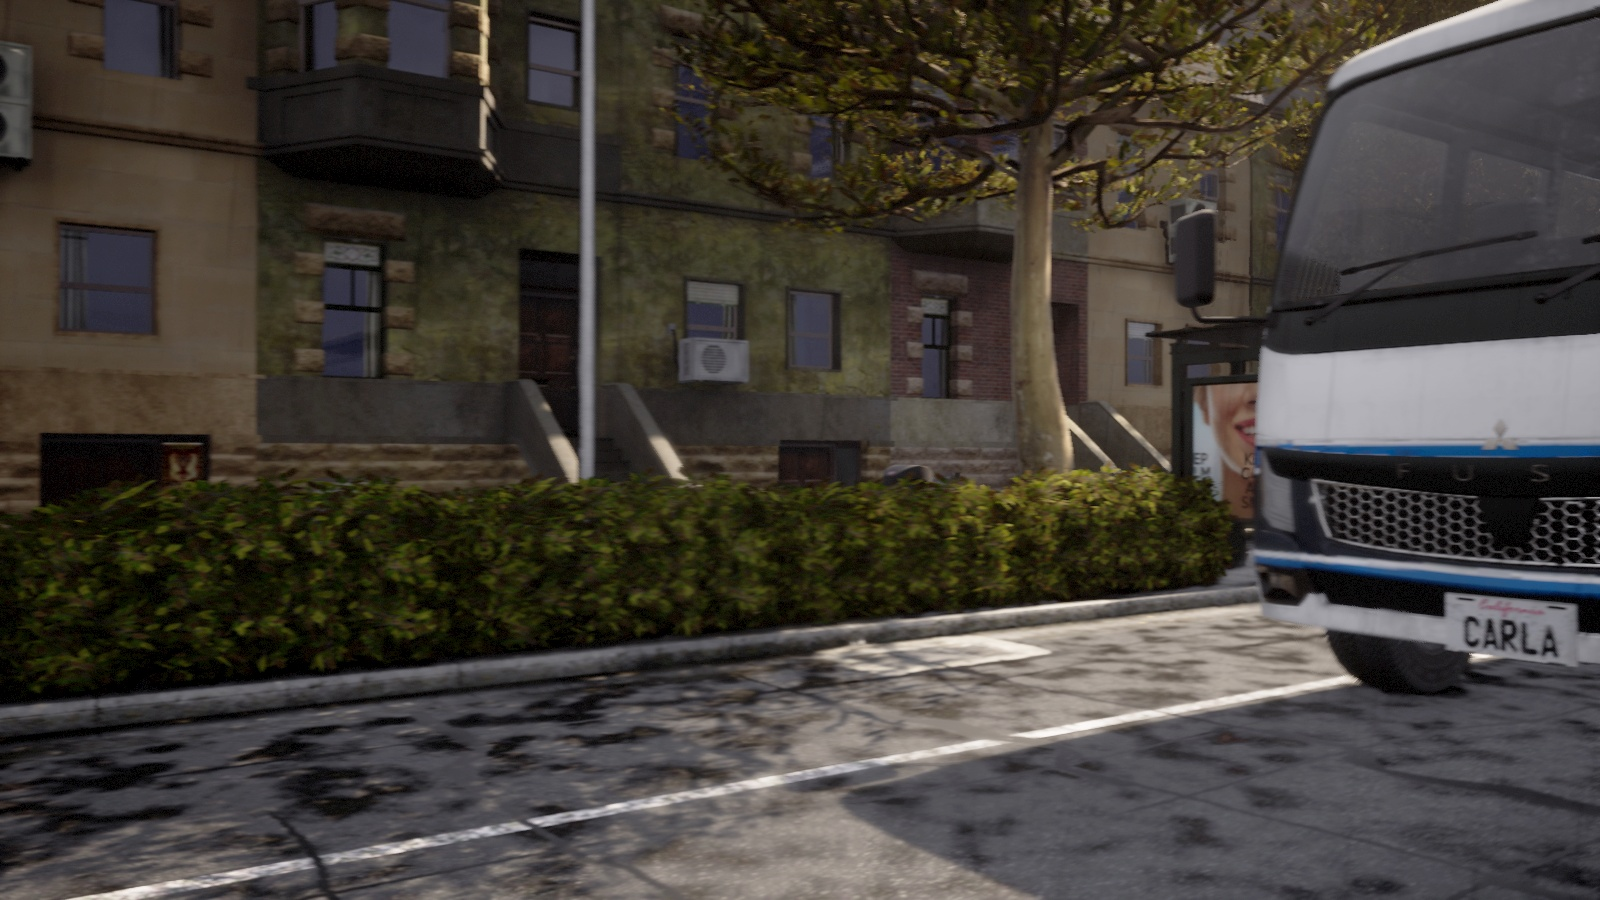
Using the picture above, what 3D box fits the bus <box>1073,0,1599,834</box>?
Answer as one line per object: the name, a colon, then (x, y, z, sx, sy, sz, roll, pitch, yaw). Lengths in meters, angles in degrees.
bus: (6.906, -0.625, 8.468, 10.273, 4.253, 3.944, 0, 0, -35)
